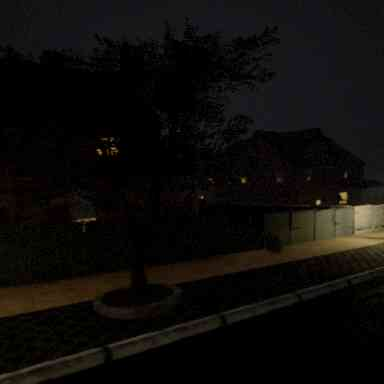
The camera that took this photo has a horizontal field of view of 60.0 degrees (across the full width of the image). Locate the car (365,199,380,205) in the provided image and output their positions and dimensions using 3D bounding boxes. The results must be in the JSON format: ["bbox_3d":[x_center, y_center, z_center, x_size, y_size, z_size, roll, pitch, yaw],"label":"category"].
[{"bbox_3d":[28.634,1.784,50.618,1.895,1.301,4.718,-5,3,-43],"label":"car"}]
